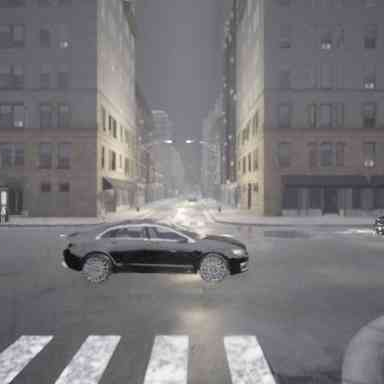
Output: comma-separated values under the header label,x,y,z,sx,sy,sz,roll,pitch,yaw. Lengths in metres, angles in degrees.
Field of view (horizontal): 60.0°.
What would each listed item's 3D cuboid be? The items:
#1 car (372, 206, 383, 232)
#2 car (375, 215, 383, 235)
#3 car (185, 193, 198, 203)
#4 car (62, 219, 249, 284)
label,x,y,z,sx,sy,sz,roll,pitch,yaw
car,12.877,1.556,18.954,4.181,1.385,1.994,0,0,0
car,11.313,1.500,15.710,4.892,1.490,1.837,0,0,0
car,0.124,1.623,72.133,2.128,1.511,4.902,0,0,0
car,-0.947,1.504,9.049,4.902,1.511,2.128,0,0,0
